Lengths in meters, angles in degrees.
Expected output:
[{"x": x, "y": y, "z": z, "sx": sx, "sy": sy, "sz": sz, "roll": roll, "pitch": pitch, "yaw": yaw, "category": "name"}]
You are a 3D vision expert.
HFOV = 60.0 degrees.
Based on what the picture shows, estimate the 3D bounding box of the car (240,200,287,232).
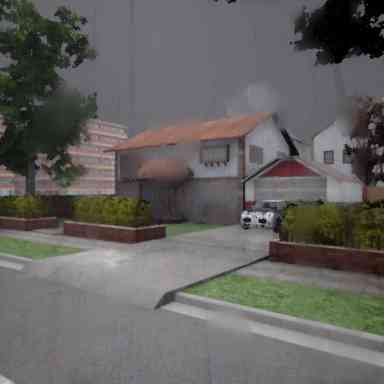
[{"x": 4.085, "y": 1.166, "z": 17.389, "sx": 1.970, "sy": 1.475, "sz": 3.806, "roll": 0, "pitch": 0, "yaw": 36, "category": "car"}]
